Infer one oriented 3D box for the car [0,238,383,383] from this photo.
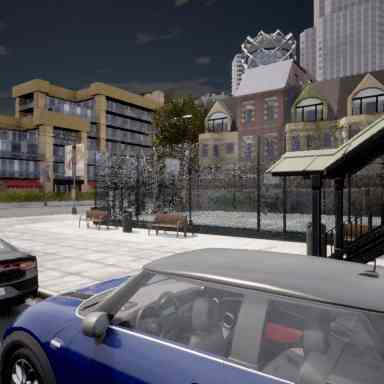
[{"bbox_3d":[0.148,1.354,3.198,4.553,1.767,2.185,0,0,35],"label":"car"}]
